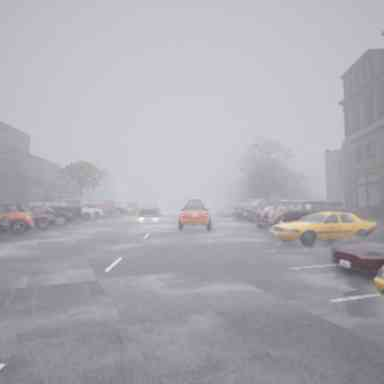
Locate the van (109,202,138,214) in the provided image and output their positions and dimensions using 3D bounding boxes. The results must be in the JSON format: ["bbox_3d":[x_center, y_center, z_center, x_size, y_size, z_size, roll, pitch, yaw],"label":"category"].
[{"bbox_3d":[-11.109,2.593,53.736,4.442,1.987,1.878,0,-4,-19],"label":"van"}]

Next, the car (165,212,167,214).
[{"bbox_3d":[-10.273,5.964,91.737,5.566,2.045,2.435,1,-5,-19],"label":"car"}]

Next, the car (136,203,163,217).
[{"bbox_3d":[-4.830,2.033,38.491,1.882,1.535,5.008,0,-2,1],"label":"car"}]

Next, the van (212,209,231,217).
[{"bbox_3d":[7.549,5.413,85.458,4.442,1.987,1.878,3,-6,-19],"label":"van"}]

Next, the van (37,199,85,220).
[{"bbox_3d":[-11.414,1.535,27.391,4.442,1.987,1.878,0,-1,-20],"label":"van"}]

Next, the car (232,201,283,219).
[{"bbox_3d":[6.599,1.788,33.752,4.553,1.767,2.185,1,-1,-19],"label":"car"}]

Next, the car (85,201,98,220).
[{"bbox_3d":[-11.282,1.862,30.361,4.674,1.452,2.002,0,-1,-20],"label":"car"}]

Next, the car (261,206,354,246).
[{"bbox_3d":[6.264,1.589,15.718,5.366,1.575,1.946,1,0,-20],"label":"car"}]

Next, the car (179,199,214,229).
[{"bbox_3d":[0.190,1.560,23.437,2.097,1.767,4.553,0,-1,0],"label":"car"}]

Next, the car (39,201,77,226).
[{"bbox_3d":[-11.331,1.704,24.493,5.008,1.535,2.097,0,-1,-20],"label":"car"}]

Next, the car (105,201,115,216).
[{"bbox_3d":[-11.196,1.994,36.232,4.792,1.488,2.163,0,-2,-19],"label":"car"}]

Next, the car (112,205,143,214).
[{"bbox_3d":[-10.942,3.032,56.673,4.892,1.521,2.231,1,-4,-19],"label":"car"}]

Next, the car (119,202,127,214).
[{"bbox_3d":[-11.165,2.169,42.079,5.008,1.535,2.097,0,-2,-19],"label":"car"}]

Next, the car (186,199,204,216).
[{"bbox_3d":[0.440,1.937,42.715,2.150,2.045,5.566,0,-2,2],"label":"car"}]

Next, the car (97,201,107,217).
[{"bbox_3d":[-11.256,1.930,33.299,4.674,1.452,2.002,0,-2,-19],"label":"car"}]

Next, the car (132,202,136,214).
[{"bbox_3d":[-11.255,2.450,47.857,5.366,1.575,1.946,0,-3,-19],"label":"car"}]

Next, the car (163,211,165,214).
[{"bbox_3d":[-10.362,5.671,85.885,4.892,1.521,2.231,1,-5,-19],"label":"car"}]

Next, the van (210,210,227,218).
[{"bbox_3d":[7.522,6.224,94.166,4.442,1.987,1.878,3,-5,-19],"label":"van"}]

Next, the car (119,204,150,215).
[{"bbox_3d":[-10.829,3.269,62.553,5.566,2.045,2.435,1,-5,-19],"label":"car"}]

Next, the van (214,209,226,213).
[{"bbox_3d":[7.267,5.131,82.443,4.442,1.987,1.878,3,-5,-19],"label":"van"}]

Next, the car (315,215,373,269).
[{"bbox_3d":[6.386,1.568,9.786,4.792,1.488,2.163,1,0,-20],"label":"car"}]

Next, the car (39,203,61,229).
[{"bbox_3d":[-11.317,1.685,21.575,4.792,1.488,2.163,0,-1,-20],"label":"car"}]

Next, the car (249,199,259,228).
[{"bbox_3d":[6.442,1.550,21.766,4.553,1.767,2.185,1,-1,-20],"label":"car"}]

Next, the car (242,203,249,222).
[{"bbox_3d":[6.487,1.765,24.763,4.674,1.452,2.002,1,-1,-19],"label":"car"}]

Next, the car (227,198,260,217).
[{"bbox_3d":[6.521,1.593,30.736,5.566,2.045,2.435,1,-1,-19],"label":"car"}]

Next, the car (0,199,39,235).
[{"bbox_3d":[-11.332,1.484,18.634,4.553,1.767,2.185,-1,-1,-20],"label":"car"}]

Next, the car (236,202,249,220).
[{"bbox_3d":[6.542,1.812,27.767,4.792,1.488,2.163,1,-1,-19],"label":"car"}]

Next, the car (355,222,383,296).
[{"bbox_3d":[6.233,1.512,6.745,5.366,1.575,1.946,1,0,-20],"label":"car"}]

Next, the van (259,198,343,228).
[{"bbox_3d":[6.347,1.403,18.737,4.442,1.987,1.878,1,-1,-20],"label":"van"}]

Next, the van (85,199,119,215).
[{"bbox_3d":[-11.305,1.832,39.120,4.442,1.987,1.878,0,-2,-19],"label":"van"}]

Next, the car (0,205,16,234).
[{"bbox_3d":[-11.371,1.575,15.694,4.892,1.521,2.231,-1,0,-20],"label":"car"}]

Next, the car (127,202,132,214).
[{"bbox_3d":[-11.127,2.303,45.003,4.892,1.521,2.231,0,-3,-19],"label":"car"}]

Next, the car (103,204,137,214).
[{"bbox_3d":[-11.048,2.629,50.843,4.892,1.521,2.231,0,-4,-19],"label":"car"}]

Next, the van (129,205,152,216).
[{"bbox_3d":[-10.634,3.832,68.430,4.442,1.987,1.878,1,-6,-19],"label":"van"}]
